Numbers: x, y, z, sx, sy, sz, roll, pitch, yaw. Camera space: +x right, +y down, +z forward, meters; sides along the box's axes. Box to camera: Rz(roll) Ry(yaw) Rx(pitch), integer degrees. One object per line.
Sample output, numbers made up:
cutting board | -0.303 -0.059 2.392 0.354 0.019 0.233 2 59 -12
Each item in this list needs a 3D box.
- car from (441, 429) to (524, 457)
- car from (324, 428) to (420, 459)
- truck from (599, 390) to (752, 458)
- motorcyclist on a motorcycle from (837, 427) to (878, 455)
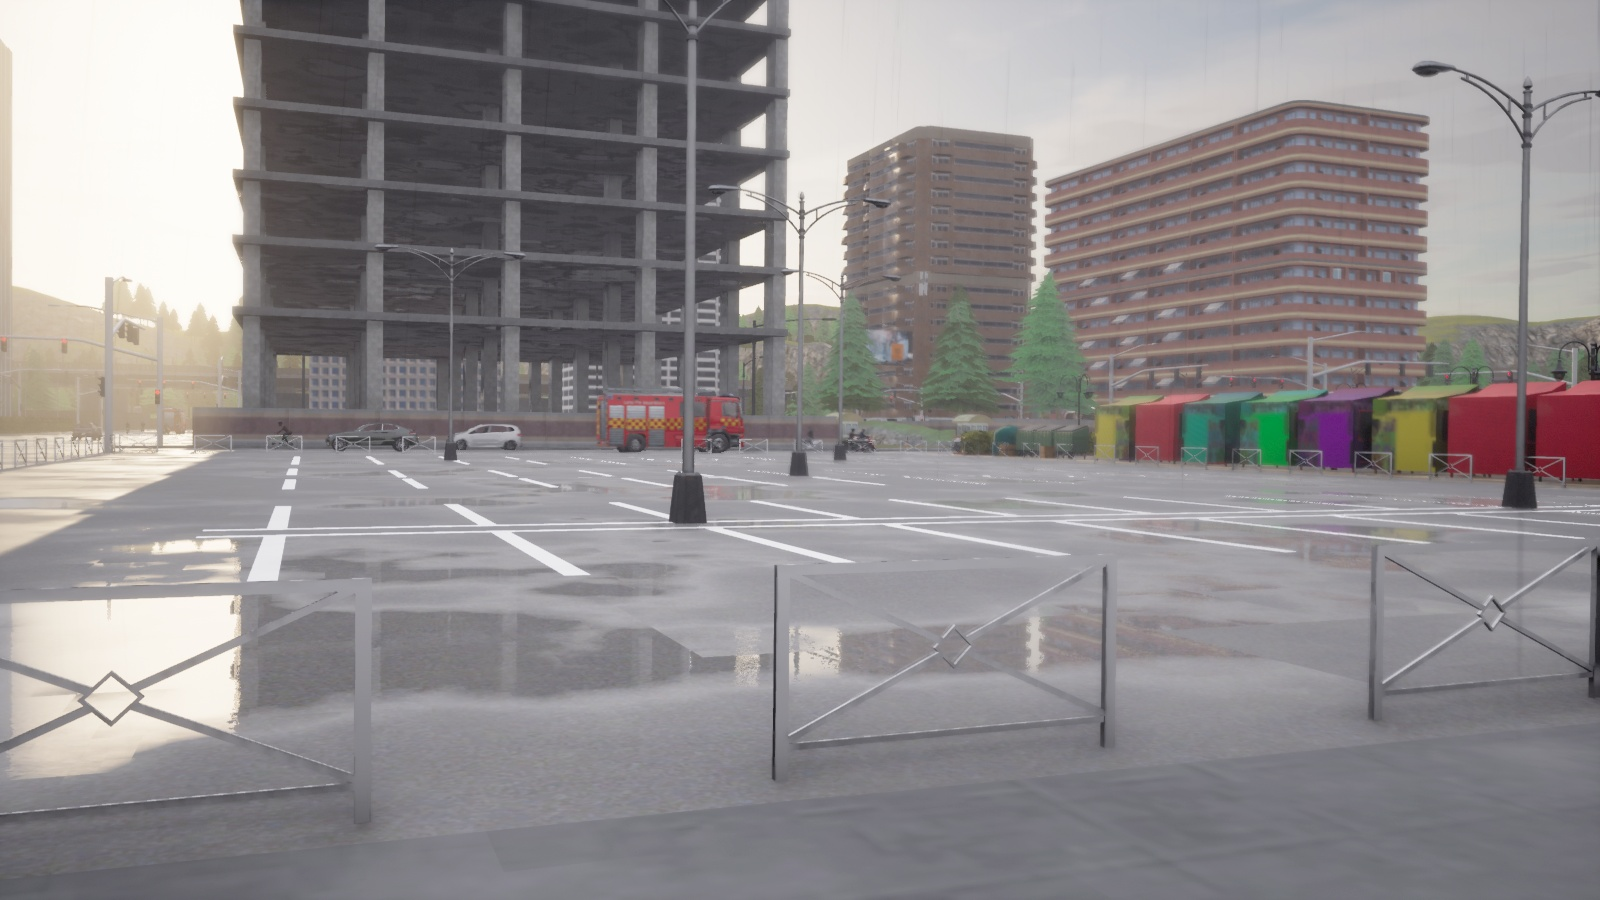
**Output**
car | -19.422 -0.453 76.813 4.611 1.667 2.242 -1 1 -22
car | -24.227 -0.374 71.120 5.027 1.651 2.152 -1 1 -22
truck | -7.350 -1.548 74.088 8.468 3.827 2.891 -1 1 -22
motorcyclist on a motorcycle | 3.414 -0.558 74.634 2.350 1.649 0.766 -1 1 -22
